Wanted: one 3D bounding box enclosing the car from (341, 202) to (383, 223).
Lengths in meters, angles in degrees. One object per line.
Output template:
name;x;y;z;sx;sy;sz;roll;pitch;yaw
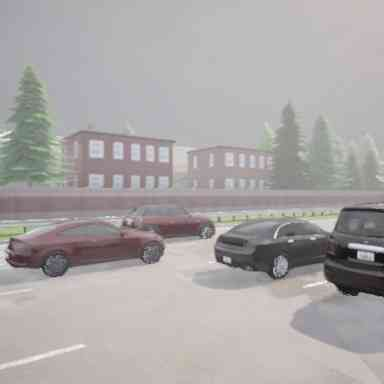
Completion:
car;14.087;1.617;26.703;4.674;1.442;1.812;0;0;-36

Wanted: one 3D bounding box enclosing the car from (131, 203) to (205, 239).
car;-1.037;1.381;15.902;4.553;1.767;2.097;0;0;-35

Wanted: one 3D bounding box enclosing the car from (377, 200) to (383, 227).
car;15.043;1.438;23.070;4.553;1.767;2.097;0;0;-35

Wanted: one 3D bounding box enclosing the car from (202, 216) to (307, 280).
car;2.891;1.532;10.106;4.892;1.490;1.837;0;0;-35

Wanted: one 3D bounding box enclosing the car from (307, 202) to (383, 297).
car;5.297;1.251;7.522;5.566;2.045;2.150;0;0;-35

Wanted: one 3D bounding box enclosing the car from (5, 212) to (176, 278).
car;-3.036;1.537;10.193;4.674;1.442;1.812;0;0;-36
